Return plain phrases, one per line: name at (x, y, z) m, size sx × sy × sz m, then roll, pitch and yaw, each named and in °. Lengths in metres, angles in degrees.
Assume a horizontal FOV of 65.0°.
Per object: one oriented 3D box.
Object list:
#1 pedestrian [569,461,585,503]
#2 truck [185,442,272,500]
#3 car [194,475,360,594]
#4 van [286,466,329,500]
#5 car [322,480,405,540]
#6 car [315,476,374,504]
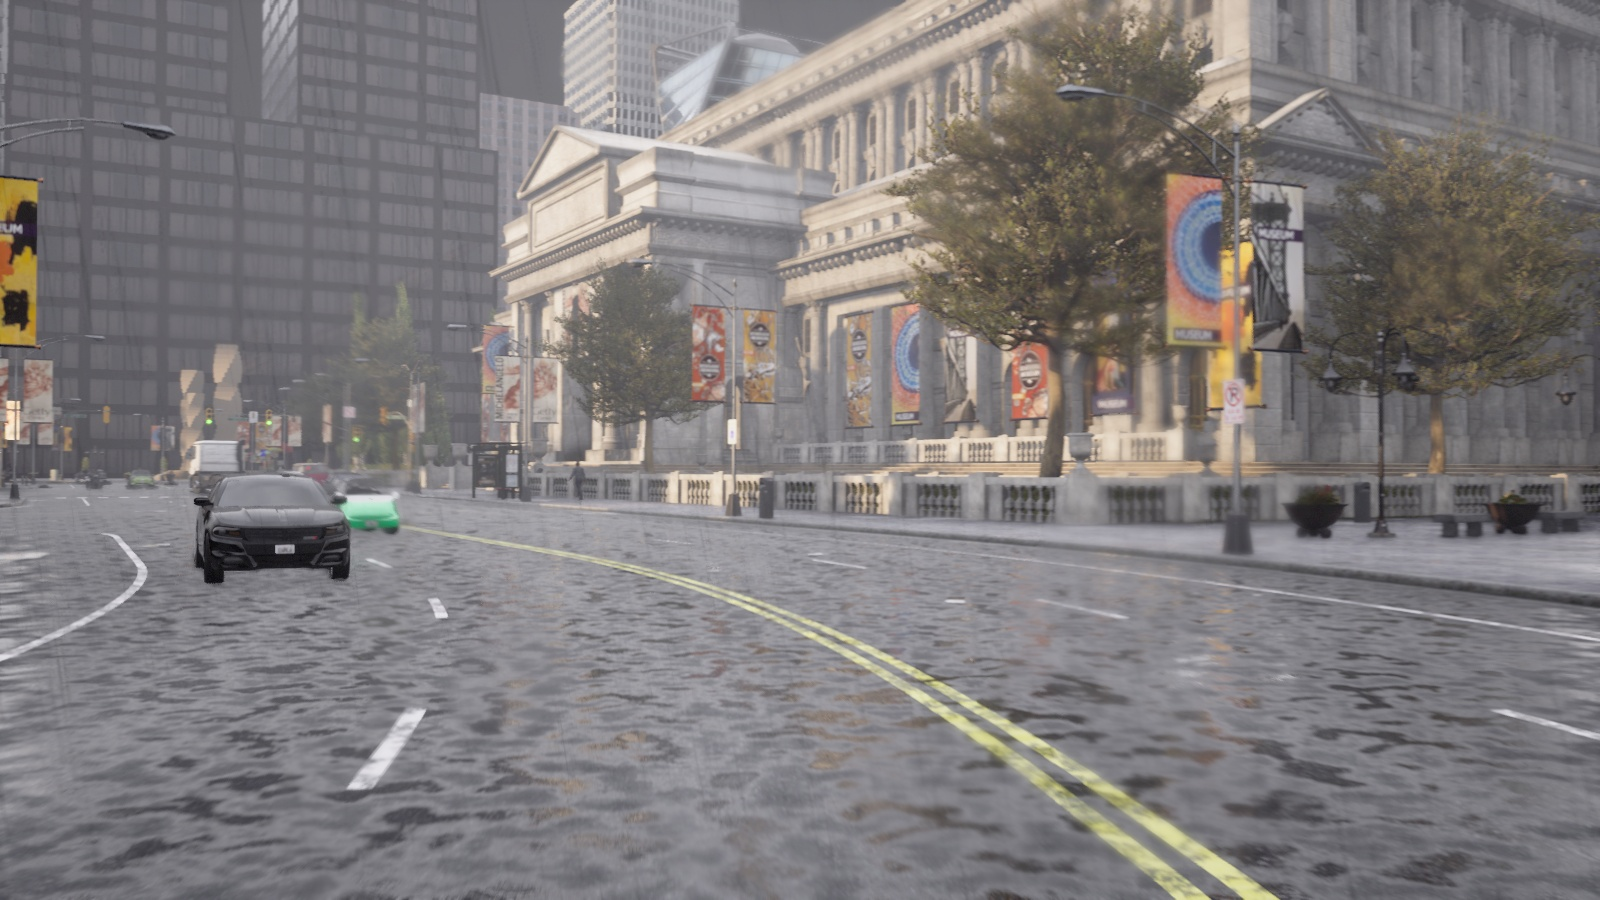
pedestrian at (-10.494, 1.513, 59.089) m, size 0.423 × 1.949 × 0.788 m, roll 0°, pitch -1°, yaw -36°
truck at (-35.583, 1.315, 78.046) m, size 2.891 × 3.462 × 7.936 m, roll 1°, pitch -1°, yaw -40°
car at (-8.022, 1.150, 18.982) m, size 1.882 × 1.535 × 5.008 m, roll 0°, pitch -1°, yaw -28°
van at (-30.462, 2.018, 77.670) m, size 1.775 × 1.987 × 4.442 m, roll 0°, pitch -1°, yaw -31°
car at (-10.664, 1.435, 30.632) m, size 1.481 × 1.376 × 2.207 m, roll 0°, pitch -1°, yaw -31°
car at (-24.652, 2.121, 67.886) m, size 2.033 × 1.411 × 5.357 m, roll 0°, pitch -1°, yaw -31°
